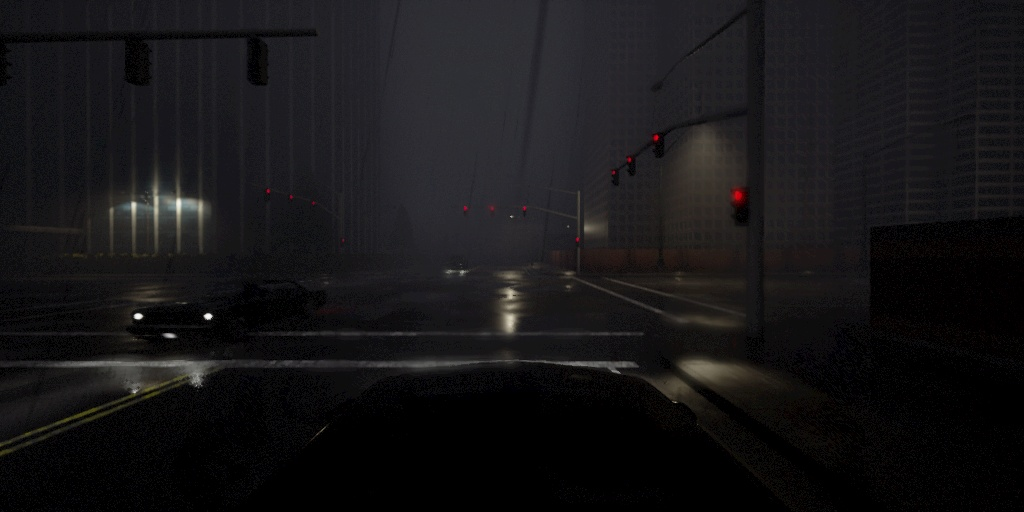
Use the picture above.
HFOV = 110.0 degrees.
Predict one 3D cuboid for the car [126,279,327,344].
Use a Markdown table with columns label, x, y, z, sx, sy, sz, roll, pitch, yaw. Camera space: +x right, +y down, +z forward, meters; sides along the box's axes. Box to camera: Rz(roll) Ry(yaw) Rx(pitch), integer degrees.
| label | x | y | z | sx | sy | sz | roll | pitch | yaw |
| --- | --- | --- | --- | --- | --- | --- | --- | --- | --- |
| car | -7.002 | 1.316 | 9.554 | 1.895 | 1.301 | 4.718 | 0 | 0 | 0 |

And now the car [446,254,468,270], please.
| label | x | y | z | sx | sy | sz | roll | pitch | yaw |
| --- | --- | --- | --- | --- | --- | --- | --- | --- | --- |
| car | -7.017 | 0.857 | 46.327 | 2.150 | 2.045 | 5.566 | 0 | 2 | 0 |
